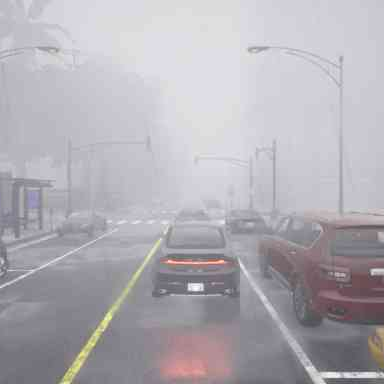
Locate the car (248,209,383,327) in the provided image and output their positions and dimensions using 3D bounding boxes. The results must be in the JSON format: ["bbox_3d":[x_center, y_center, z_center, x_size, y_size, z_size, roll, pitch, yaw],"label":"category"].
[{"bbox_3d":[2.767,1.314,6.960,2.192,1.841,5.009,0,0,0],"label":"car"}]

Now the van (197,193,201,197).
[{"bbox_3d":[2.859,1.278,82.190,1.690,1.788,3.998,0,0,0],"label":"van"}]

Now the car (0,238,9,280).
[{"bbox_3d":[-5.758,1.439,6.987,1.967,1.590,4.097,0,0,0],"label":"car"}]

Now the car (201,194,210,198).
[{"bbox_3d":[2.827,1.496,55.259,1.752,1.417,4.829,0,0,0],"label":"car"}]

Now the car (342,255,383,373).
[{"bbox_3d":[2.762,1.525,1.705,1.752,1.417,4.829,0,0,0],"label":"car"}]

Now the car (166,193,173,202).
[{"bbox_3d":[-5.680,1.392,71.379,1.967,1.590,4.097,0,0,0],"label":"car"}]

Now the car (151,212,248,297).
[{"bbox_3d":[0.086,1.503,8.542,1.837,1.490,4.892,0,0,0],"label":"car"}]

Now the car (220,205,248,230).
[{"bbox_3d":[2.781,1.561,17.811,1.947,1.339,4.313,0,0,0],"label":"car"}]

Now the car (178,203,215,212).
[{"bbox_3d":[0.024,1.559,18.571,1.994,1.385,4.181,0,0,0],"label":"car"}]

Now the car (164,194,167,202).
[{"bbox_3d":[-5.699,1.410,55.118,1.967,1.590,4.097,0,0,0],"label":"car"}]

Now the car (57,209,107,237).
[{"bbox_3d":[-5.744,1.577,17.839,1.802,1.307,4.206,0,0,0],"label":"car"}]

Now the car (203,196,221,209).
[{"bbox_3d":[2.813,1.545,44.248,1.947,1.339,4.313,0,0,0],"label":"car"}]

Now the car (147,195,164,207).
[{"bbox_3d":[-5.706,1.526,49.698,2.008,1.369,4.403,0,0,0],"label":"car"}]

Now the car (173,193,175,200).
[{"bbox_3d":[-5.674,1.259,76.800,2.192,1.841,5.009,0,0,0],"label":"car"}]

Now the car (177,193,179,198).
[{"bbox_3d":[-5.654,1.234,93.061,2.192,1.841,5.009,0,0,0],"label":"car"}]

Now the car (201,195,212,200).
[{"bbox_3d":[2.820,1.541,49.668,1.947,1.339,4.313,0,0,0],"label":"car"}]

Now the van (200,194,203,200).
[{"bbox_3d":[2.832,1.306,60.509,1.690,1.788,3.998,0,0,0],"label":"van"}]
